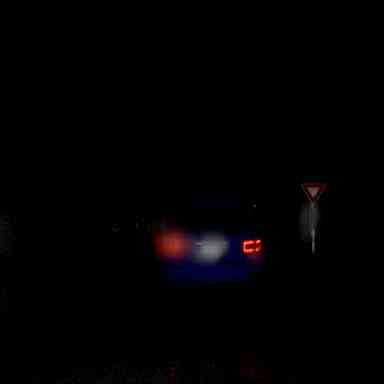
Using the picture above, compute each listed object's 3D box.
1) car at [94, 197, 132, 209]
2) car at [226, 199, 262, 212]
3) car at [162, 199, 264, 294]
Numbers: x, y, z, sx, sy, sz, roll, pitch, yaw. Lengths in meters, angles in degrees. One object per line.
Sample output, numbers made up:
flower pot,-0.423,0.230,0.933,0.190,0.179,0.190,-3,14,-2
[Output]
car,-10.737,1.468,45.392,5.008,1.535,1.882,0,-1,-18
car,6.126,1.555,39.641,1.994,1.385,4.181,0,0,-31
car,0.644,1.219,9.033,2.150,2.045,5.566,0,0,6
